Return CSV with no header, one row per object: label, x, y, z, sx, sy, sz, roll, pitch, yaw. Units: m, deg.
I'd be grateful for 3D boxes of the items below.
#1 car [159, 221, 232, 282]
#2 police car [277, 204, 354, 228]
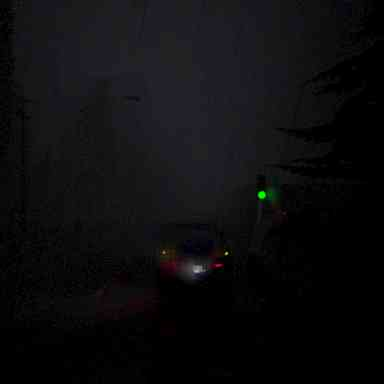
car,0.093,1.592,9.863,1.812,1.442,4.674,0,0,0
police car,8.619,1.662,23.316,4.974,1.542,2.038,0,0,0
